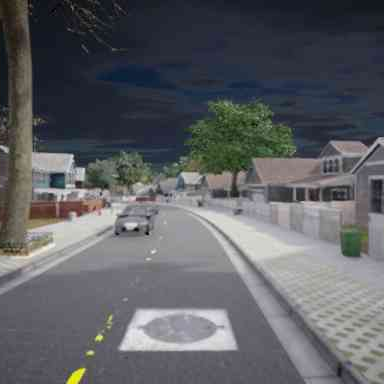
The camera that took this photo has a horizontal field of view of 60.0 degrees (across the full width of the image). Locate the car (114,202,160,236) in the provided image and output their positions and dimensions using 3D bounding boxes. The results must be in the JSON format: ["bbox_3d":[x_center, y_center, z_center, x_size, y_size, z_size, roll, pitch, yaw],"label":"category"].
[{"bbox_3d":[-3.090,1.531,18.706,2.128,1.511,4.902,0,0,-2],"label":"car"}]
